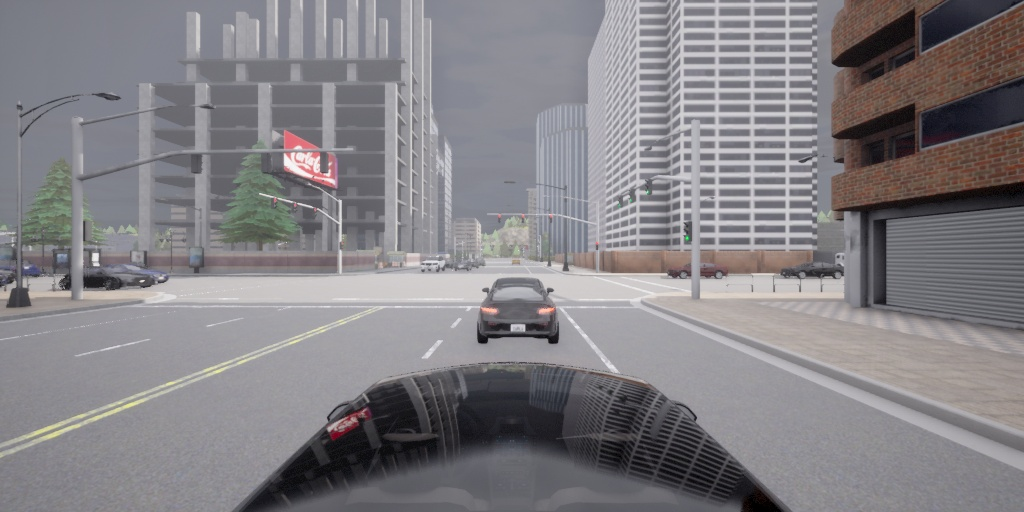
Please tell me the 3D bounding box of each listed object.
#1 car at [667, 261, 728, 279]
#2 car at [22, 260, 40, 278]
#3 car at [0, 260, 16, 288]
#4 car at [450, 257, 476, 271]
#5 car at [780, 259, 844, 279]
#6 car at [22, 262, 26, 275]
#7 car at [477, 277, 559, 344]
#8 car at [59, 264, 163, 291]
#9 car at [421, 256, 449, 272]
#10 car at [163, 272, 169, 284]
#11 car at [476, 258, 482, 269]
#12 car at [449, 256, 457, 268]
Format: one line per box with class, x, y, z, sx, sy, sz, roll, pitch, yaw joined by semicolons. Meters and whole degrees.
car;16.463;1.239;31.905;5.008;1.535;1.882;0;0;0
car;-45.854;1.113;32.313;4.553;1.767;2.097;0;0;0
car;-33.551;1.110;21.535;4.553;1.767;2.097;0;0;0
car;-6.560;1.258;48.556;2.128;1.511;4.902;0;0;1
car;26.656;1.239;31.827;5.008;1.535;1.882;0;0;0
car;-37.821;1.263;25.064;4.892;1.490;1.837;0;0;0
car;0.158;1.279;9.485;1.812;1.442;4.674;0;0;1
car;-24.060;1.321;21.433;4.181;1.385;1.994;0;0;1
car;-10.080;0.987;46.201;2.150;2.045;5.566;0;0;1
car;-26.771;1.284;24.988;4.674;1.442;1.812;0;0;0
car;-6.439;1.334;58.526;1.994;1.385;4.181;0;0;0
car;-9.965;1.121;55.671;2.097;1.767;4.553;0;0;1
